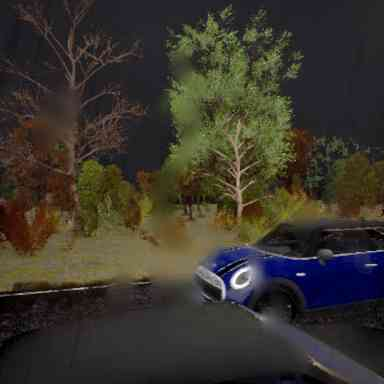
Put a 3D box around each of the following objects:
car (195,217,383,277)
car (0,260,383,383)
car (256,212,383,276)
[{"bbox_3d":[2.328,1.360,6.635,4.553,1.767,2.097,0,0,-19],"label":"car"},{"bbox_3d":[0.018,1.553,2.131,5.357,1.411,2.033,0,0,-19],"label":"car"},{"bbox_3d":[4.829,1.759,11.009,4.892,1.490,1.837,10,-5,-18],"label":"car"}]
